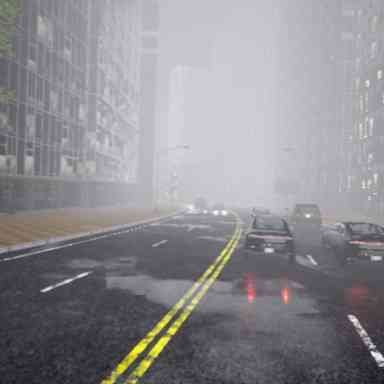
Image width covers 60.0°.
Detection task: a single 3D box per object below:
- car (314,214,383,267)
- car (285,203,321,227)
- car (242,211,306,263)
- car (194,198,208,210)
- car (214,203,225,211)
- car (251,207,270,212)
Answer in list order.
[{"bbox_3d":[6.252,1.892,12.701,2.128,1.511,4.902,2,-1,12],"label":"car"},{"bbox_3d":[8.821,1.891,26.685,2.150,2.045,5.566,2,0,9],"label":"car"},{"bbox_3d":[3.091,1.779,13.448,2.128,1.511,4.902,2,-1,12],"label":"car"},{"bbox_3d":[1.525,2.002,57.674,2.150,2.045,5.566,2,0,2],"label":"car"},{"bbox_3d":[4.758,2.496,57.653,1.895,1.301,4.718,2,-1,2],"label":"car"},{"bbox_3d":[5.762,2.065,28.317,2.128,1.511,4.902,2,-1,9],"label":"car"}]
